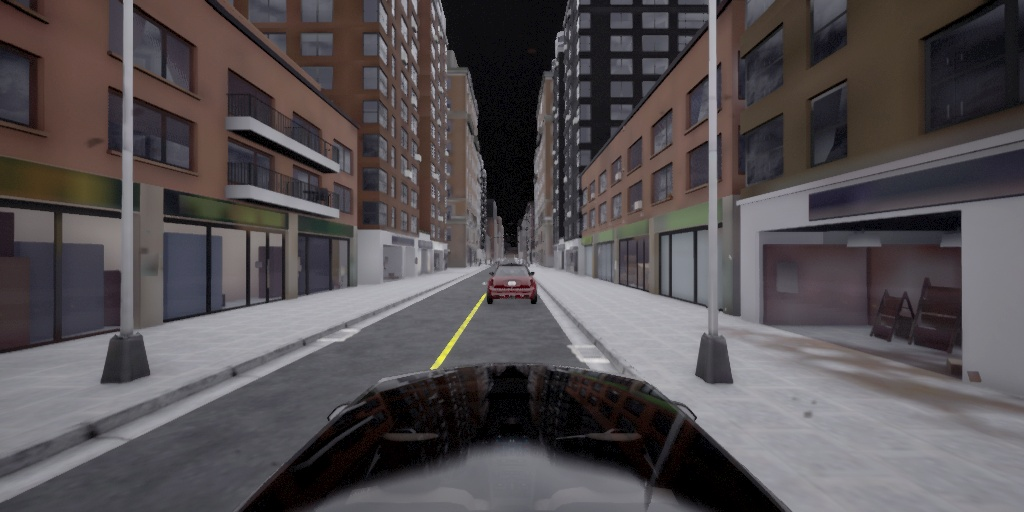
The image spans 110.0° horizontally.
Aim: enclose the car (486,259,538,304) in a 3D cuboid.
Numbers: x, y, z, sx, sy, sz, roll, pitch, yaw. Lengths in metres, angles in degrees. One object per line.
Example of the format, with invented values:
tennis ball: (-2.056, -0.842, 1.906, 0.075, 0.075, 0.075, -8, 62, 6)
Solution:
car: (0.001, 1.116, 16.470, 2.097, 1.767, 4.553, 0, 0, 0)
